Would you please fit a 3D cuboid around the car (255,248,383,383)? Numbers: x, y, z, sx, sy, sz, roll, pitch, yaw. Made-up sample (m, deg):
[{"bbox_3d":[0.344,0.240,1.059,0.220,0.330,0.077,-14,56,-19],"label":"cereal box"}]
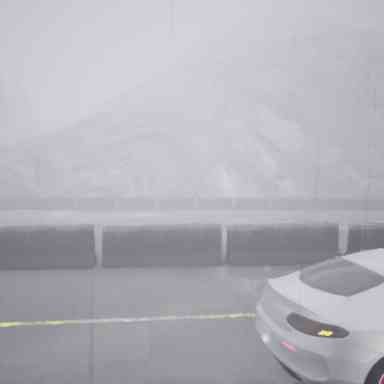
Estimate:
[{"bbox_3d":[3.142,1.459,4.134,4.674,1.442,1.812,0,1,-7],"label":"car"}]
